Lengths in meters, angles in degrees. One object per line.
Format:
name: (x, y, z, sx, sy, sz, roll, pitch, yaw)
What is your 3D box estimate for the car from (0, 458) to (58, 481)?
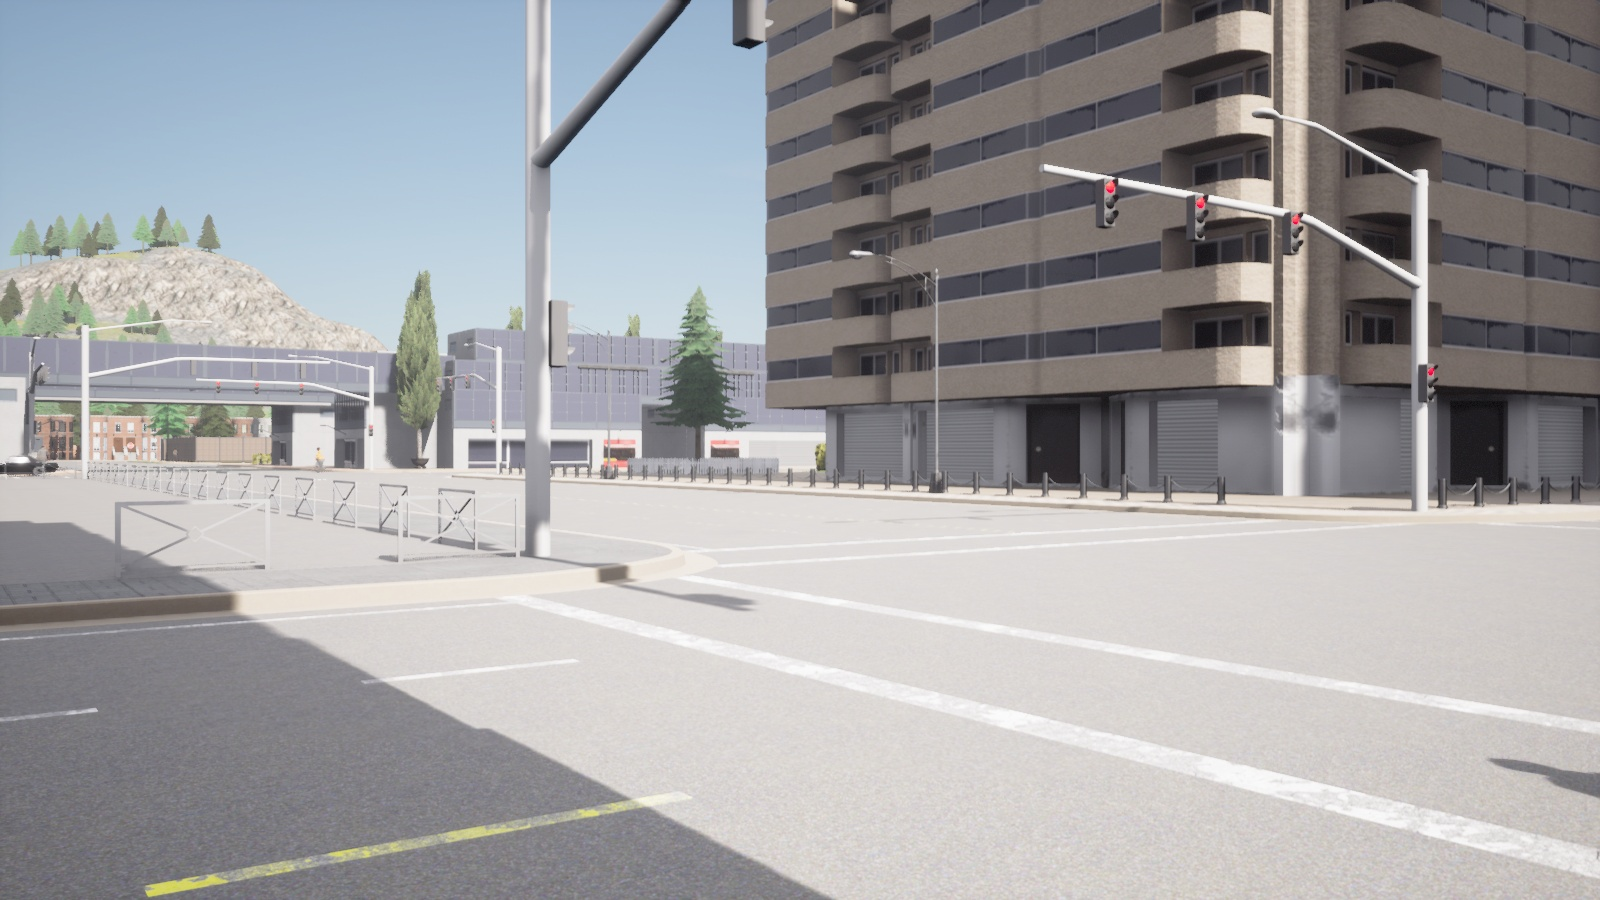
car: (-47.345, 1.176, 75.416, 4.718, 1.301, 1.895, 0, 0, -34)
